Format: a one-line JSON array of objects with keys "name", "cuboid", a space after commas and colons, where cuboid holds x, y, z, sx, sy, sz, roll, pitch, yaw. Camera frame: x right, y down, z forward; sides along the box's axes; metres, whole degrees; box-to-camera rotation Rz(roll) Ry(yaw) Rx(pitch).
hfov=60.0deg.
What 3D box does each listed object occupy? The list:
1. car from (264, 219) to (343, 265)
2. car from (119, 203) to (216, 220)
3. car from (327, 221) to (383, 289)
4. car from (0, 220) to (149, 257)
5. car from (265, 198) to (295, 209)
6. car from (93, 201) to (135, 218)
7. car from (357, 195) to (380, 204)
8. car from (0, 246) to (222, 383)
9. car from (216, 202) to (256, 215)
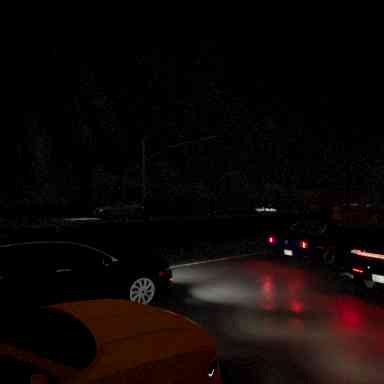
[{"name": "car", "cuboid": [4.787, 1.591, 11.626, 4.718, 1.301, 1.895, 0, 0, -36]}, {"name": "car", "cuboid": [-1.374, 1.537, 20.338, 5.357, 1.411, 2.033, 0, 0, -36]}, {"name": "car", "cuboid": [5.646, 1.483, 7.920, 4.902, 1.511, 2.128, 0, 0, -36]}, {"name": "car", "cuboid": [-2.653, 1.505, 6.152, 4.892, 1.490, 1.837, 0, 0, -36]}, {"name": "car", "cuboid": [11.361, 1.459, 42.804, 4.181, 1.385, 1.994, 0, 0, -36]}, {"name": "car", "cuboid": [-6.415, 1.521, 29.669, 4.674, 1.442, 1.812, 0, 0, -36]}, {"name": "car", "cuboid": [30.115, 1.246, 56.616, 5.008, 1.535, 1.882, 0, 0, -36]}, {"name": "car", "cuboid": [-2.002, 1.477, 2.296, 5.008, 1.535, 1.882, 0, 0, -36]}, {"name": "car", "cuboid": [3.466, 1.539, 28.264, 4.181, 1.385, 1.994, 0, 0, -36]}]
